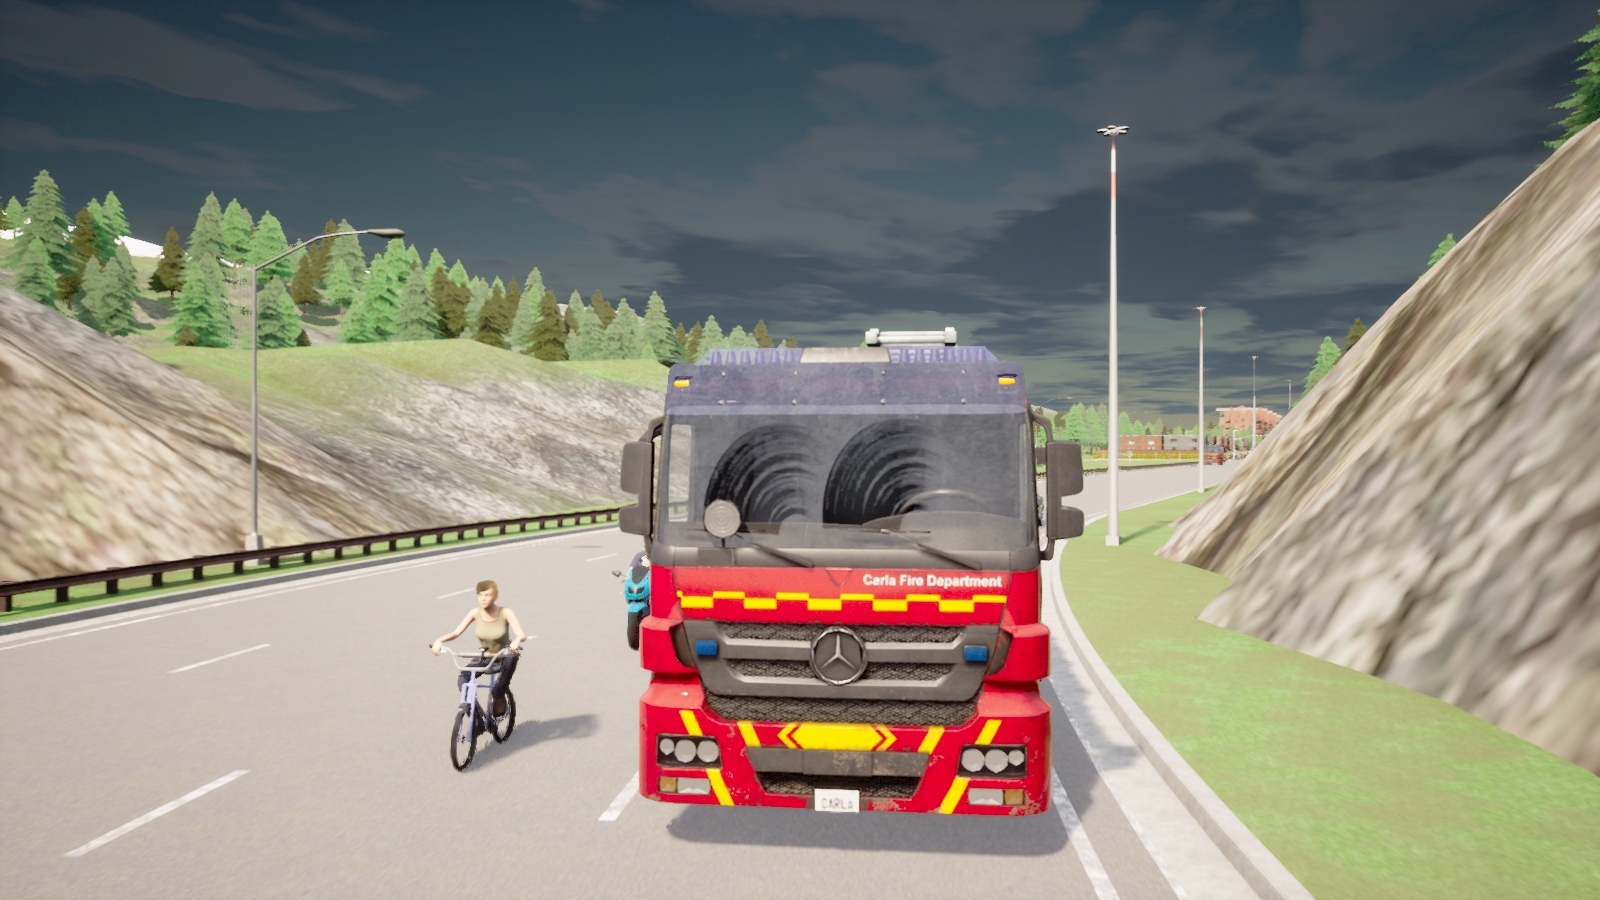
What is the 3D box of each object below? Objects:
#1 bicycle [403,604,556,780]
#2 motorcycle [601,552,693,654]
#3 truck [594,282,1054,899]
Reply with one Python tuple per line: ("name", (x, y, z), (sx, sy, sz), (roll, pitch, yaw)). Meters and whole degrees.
("bicycle", (-2.891, 2.157, 10.472), (0.859, 1.277, 1.487), (0, 0, 6))
("motorcycle", (-2.193, 2.186, 16.640), (0.803, 1.199, 2.033), (0, 0, 8))
("truck", (0.630, 0.891, 11.343), (2.891, 3.827, 8.468), (0, 0, 7))
